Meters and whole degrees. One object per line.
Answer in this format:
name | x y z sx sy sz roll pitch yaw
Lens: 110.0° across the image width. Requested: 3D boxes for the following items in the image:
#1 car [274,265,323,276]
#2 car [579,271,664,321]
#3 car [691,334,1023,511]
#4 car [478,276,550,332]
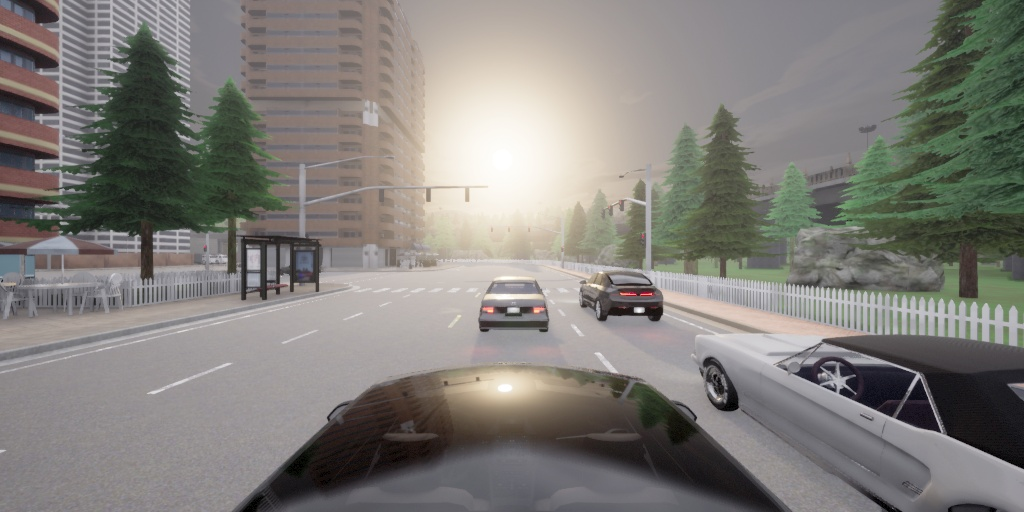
car | -22.413 1.331 37.782 4.674 1.442 1.812 0 0 0
car | 3.564 1.255 12.396 1.837 1.490 4.892 0 0 1
car | 3.514 1.351 3.133 1.895 1.301 4.718 0 0 1
car | 0.077 1.297 10.807 2.033 1.411 5.357 0 0 1
